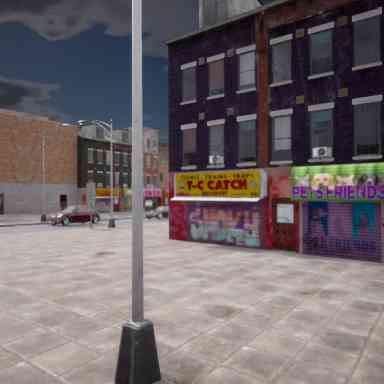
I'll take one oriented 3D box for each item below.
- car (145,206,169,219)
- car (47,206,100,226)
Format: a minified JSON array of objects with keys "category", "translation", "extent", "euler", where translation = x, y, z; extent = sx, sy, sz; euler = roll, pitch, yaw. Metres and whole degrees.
[{"category":"car","translation":[-3.088,2.171,35.529],"extent":[2.008,1.369,4.403],"euler":[-2,-2,36]},{"category":"car","translation":[-9.514,1.825,26.737],"extent":[1.967,1.590,4.097],"euler":[-2,-2,36]}]
